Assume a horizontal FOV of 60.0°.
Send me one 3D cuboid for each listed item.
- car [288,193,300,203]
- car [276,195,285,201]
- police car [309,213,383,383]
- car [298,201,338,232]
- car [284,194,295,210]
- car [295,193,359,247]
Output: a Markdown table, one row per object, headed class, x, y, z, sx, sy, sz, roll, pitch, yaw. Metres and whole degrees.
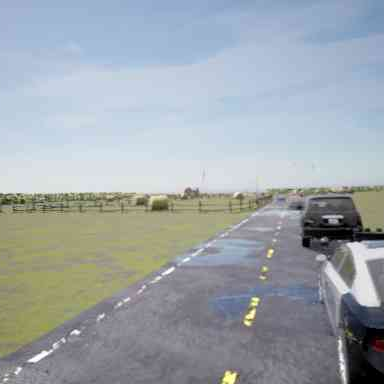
| class | x | y | z | sx | sy | sz | roll | pitch | yaw |
| --- | --- | --- | --- | --- | --- | --- | --- | --- | --- |
| car | 19.886 | 1.079 | 64.845 | 2.097 | 1.767 | 4.553 | -2 | 0 | 17 |
| car | 20.278 | 1.329 | 75.803 | 1.812 | 1.442 | 4.674 | -2 | 0 | 17 |
| police car | 2.952 | 1.351 | 4.849 | 1.930 | 1.638 | 5.238 | -2 | 0 | 17 |
| car | 7.474 | 1.377 | 20.082 | 1.837 | 1.490 | 4.892 | -2 | 0 | 17 |
| car | 12.790 | 1.377 | 40.774 | 2.033 | 1.411 | 5.357 | -2 | 0 | 17 |
| car | 5.765 | 1.117 | 14.360 | 2.150 | 2.045 | 5.566 | -2 | 0 | 17 |
